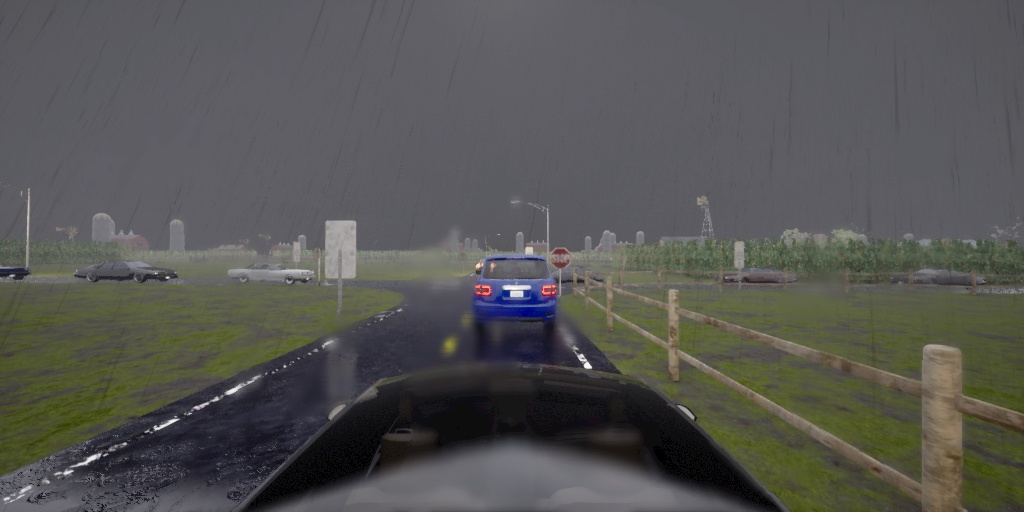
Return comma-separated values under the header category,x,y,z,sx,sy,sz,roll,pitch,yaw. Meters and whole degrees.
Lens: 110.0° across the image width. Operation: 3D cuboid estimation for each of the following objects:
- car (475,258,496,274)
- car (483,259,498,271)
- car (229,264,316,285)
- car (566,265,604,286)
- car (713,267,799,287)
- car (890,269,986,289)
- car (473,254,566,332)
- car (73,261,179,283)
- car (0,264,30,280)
category,x,y,z,sx,sy,sz,roll,pitch,yaw
car,-2.926,1.090,40.656,2.097,1.767,4.553,0,0,0
car,-2.940,1.207,50.561,1.882,1.535,5.008,0,0,0
car,-15.714,1.171,23.733,4.718,1.301,1.895,1,-1,0
car,3.795,1.354,25.170,5.357,1.411,2.033,1,-1,-20
car,18.058,1.541,26.632,5.357,1.411,2.033,1,-1,0
car,31.553,1.702,26.613,5.357,1.411,2.033,1,-1,0
car,0.057,0.973,11.010,2.150,2.045,5.566,0,0,-1
car,-25.476,1.015,23.743,5.357,1.411,2.033,1,-1,0
car,-35.320,0.968,23.768,4.718,1.301,1.895,1,-1,0
